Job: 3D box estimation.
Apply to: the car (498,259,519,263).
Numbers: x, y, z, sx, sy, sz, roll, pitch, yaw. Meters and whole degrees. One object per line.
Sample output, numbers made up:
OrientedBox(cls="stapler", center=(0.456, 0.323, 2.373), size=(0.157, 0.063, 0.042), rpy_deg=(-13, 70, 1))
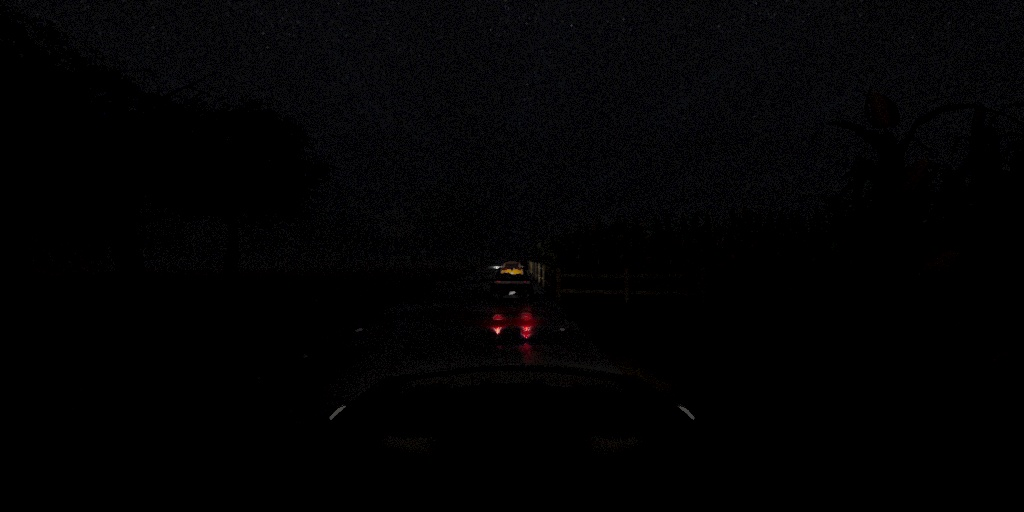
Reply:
OrientedBox(cls="car", center=(0.000, 1.257, 31.502), size=(1.882, 1.535, 5.008), rpy_deg=(0, 0, 0))

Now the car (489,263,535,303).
OrientedBox(cls="car", center=(0.000, 1.252, 16.500), size=(2.128, 1.511, 4.902), rpy_deg=(0, 0, 0))
